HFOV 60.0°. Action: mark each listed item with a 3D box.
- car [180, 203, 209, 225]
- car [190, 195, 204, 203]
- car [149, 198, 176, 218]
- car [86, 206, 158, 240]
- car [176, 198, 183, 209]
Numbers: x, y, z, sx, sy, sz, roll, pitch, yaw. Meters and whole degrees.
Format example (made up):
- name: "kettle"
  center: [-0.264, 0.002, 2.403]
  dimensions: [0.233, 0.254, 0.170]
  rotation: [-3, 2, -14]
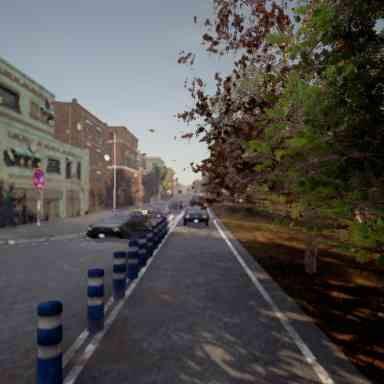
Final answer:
- name: "car"
  center: [0.334, 1.820, 26.082]
  dimensions: [1.895, 1.301, 4.718]
  rotation: [0, 0, 1]
- name: "car"
  center: [0.861, 1.592, 55.748]
  dimensions: [2.150, 2.045, 5.566]
  rotation: [0, -1, 1]
- name: "car"
  center: [-3.002, 1.608, 32.288]
  dimensions: [2.097, 1.767, 4.553]
  rotation: [0, 0, 1]
- name: "car"
  center: [-3.791, 1.715, 18.451]
  dimensions: [2.033, 1.411, 5.357]
  rotation: [0, 0, 11]
- name: "car"
  center: [-2.558, 1.710, 50.980]
  dimensions: [2.097, 1.767, 4.553]
  rotation: [0, 0, 2]
